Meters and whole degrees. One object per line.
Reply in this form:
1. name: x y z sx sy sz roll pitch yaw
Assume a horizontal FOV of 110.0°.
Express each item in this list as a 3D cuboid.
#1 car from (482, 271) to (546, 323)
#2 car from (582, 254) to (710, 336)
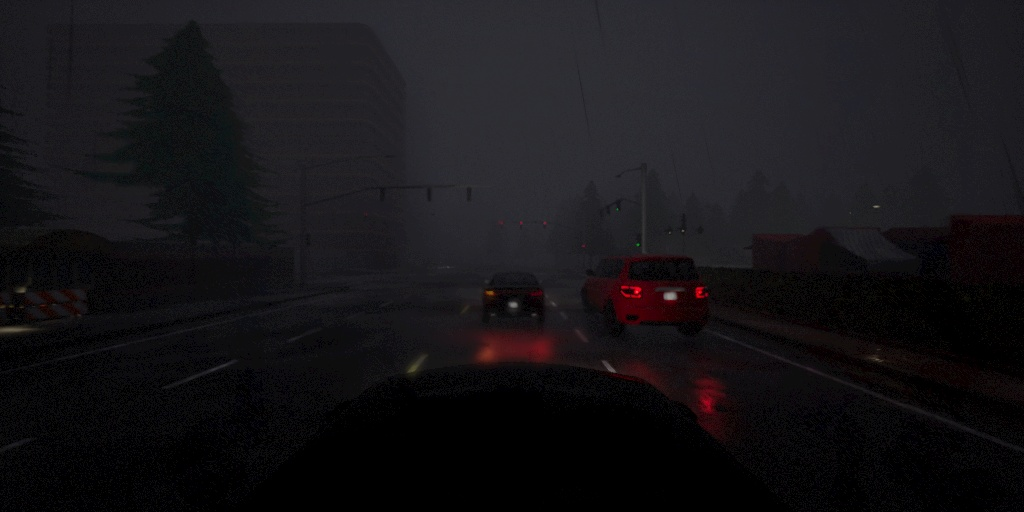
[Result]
1. car: 0.062 1.234 12.263 1.882 1.535 5.008 0 -1 0
2. car: 3.544 0.977 10.573 2.150 2.045 5.566 0 0 1
